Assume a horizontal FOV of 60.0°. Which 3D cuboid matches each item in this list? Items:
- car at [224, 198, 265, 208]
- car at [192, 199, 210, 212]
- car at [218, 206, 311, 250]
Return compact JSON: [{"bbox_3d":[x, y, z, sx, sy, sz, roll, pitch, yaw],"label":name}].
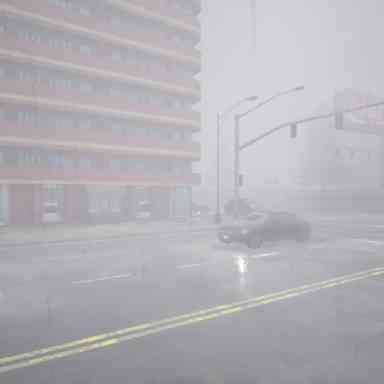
[{"bbox_3d":[5.203,1.352,32.370,2.097,1.767,4.553,0,0,-34],"label":"car"},{"bbox_3d":[0.223,1.526,39.793,1.812,1.442,4.674,0,0,-34],"label":"car"},{"bbox_3d":[3.279,1.525,14.547,4.674,1.442,1.812,0,0,-34],"label":"car"}]
